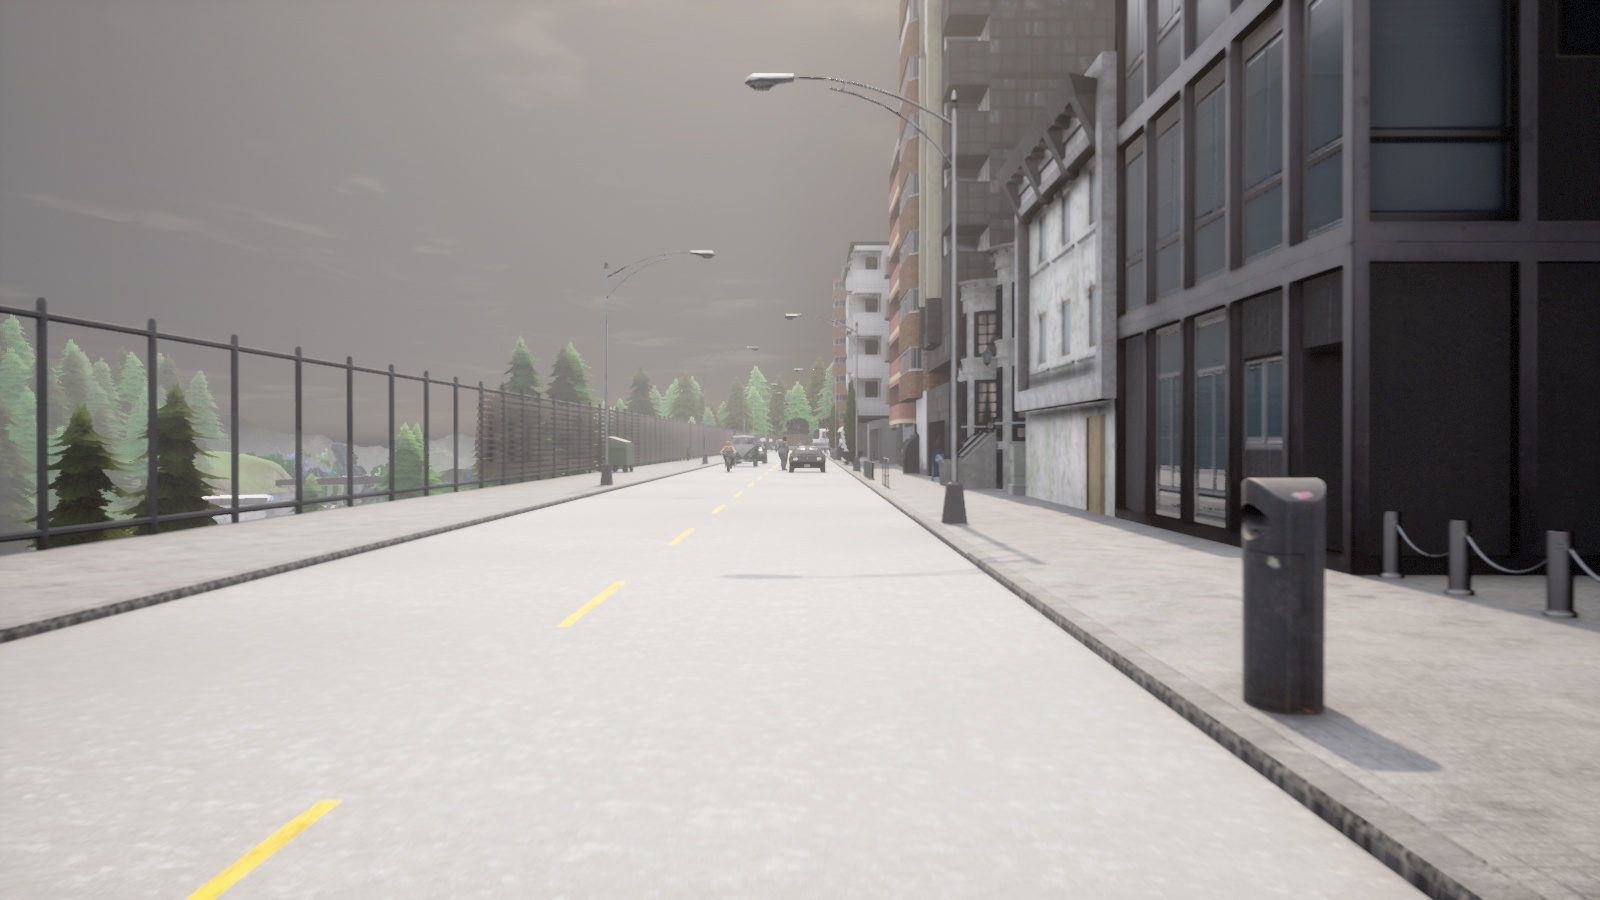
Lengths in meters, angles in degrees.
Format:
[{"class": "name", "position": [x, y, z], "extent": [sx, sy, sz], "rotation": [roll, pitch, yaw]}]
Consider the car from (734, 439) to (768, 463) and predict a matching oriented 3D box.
[{"class": "car", "position": [-3.482, 0.078, 90.541], "extent": [2.242, 1.667, 4.611], "rotation": [0, 0, 0]}]

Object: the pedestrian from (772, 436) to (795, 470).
[{"class": "pedestrian", "position": [-0.873, 0.161, 67.549], "extent": [0.874, 1.855, 0.900], "rotation": [0, 0, 45]}]

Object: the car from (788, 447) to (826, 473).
[{"class": "car", "position": [0.374, 0.484, 64.442], "extent": [1.895, 1.301, 4.718], "rotation": [0, 0, 0]}]

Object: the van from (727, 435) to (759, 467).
[{"class": "van", "position": [-3.543, 0.050, 79.129], "extent": [1.775, 1.987, 4.442], "rotation": [0, 0, 0]}]
